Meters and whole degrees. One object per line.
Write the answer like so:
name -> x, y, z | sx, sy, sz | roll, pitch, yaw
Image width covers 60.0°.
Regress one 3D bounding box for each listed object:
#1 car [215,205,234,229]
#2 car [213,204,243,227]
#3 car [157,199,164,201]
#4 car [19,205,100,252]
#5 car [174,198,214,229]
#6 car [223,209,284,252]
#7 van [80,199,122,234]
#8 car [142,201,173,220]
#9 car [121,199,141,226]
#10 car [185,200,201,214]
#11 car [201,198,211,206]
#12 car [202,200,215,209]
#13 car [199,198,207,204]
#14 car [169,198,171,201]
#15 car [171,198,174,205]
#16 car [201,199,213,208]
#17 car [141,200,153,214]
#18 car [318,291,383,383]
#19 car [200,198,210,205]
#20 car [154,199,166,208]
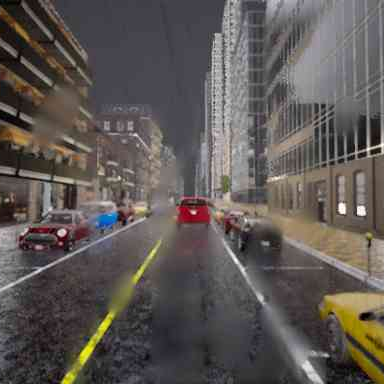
car -> 2.674, 1.694, 19.930 | 1.887, 1.381, 4.507 | 1, 0, 0
car -> 2.675, 1.718, 25.797 | 1.752, 1.417, 4.829 | 1, 0, 0
car -> -5.671, 1.910, 48.543 | 1.887, 1.381, 4.507 | 1, 0, 0
car -> -5.671, 1.548, 14.359 | 1.967, 1.590, 4.097 | 1, 0, 0
car -> 0.101, 1.394, 23.078 | 2.150, 2.045, 5.566 | 0, 0, 0
car -> 2.674, 1.658, 14.232 | 2.008, 1.369, 4.403 | 1, 0, 0
van -> -5.668, 1.491, 20.057 | 1.690, 1.788, 3.998 | 1, 0, 0
car -> -3.094, 1.794, 30.878 | 1.994, 1.385, 4.181 | 0, 0, 0
car -> -5.667, 1.507, 25.754 | 2.192, 1.841, 5.009 | 1, 0, 0
car -> 0.106, 1.817, 41.675 | 1.837, 1.490, 4.892 | 0, 0, 0
car -> 2.677, 2.022, 65.682 | 1.752, 1.417, 4.829 | 1, 0, 0
car -> 2.675, 1.990, 54.115 | 1.802, 1.307, 4.206 | 1, 0, 0
car -> 2.677, 2.176, 82.604 | 1.887, 1.381, 4.507 | 1, 0, 0
car -> -5.669, 2.250, 93.951 | 1.752, 1.417, 4.829 | 1, 0, 0
car -> -2.995, 2.026, 71.484 | 1.812, 1.442, 4.674 | 0, 0, 0
car -> 2.677, 1.996, 59.813 | 1.887, 1.381, 4.507 | 1, 0, 0
car -> -5.671, 1.802, 36.978 | 1.752, 1.417, 4.829 | 1, 0, 0
car -> 2.674, 1.549, 3.007 | 1.752, 1.417, 4.829 | 1, 0, 0
car -> 2.677, 2.085, 71.210 | 1.887, 1.381, 4.507 | 1, 0, 0
car -> -5.670, 1.977, 59.768 | 1.752, 1.417, 4.829 | 1, 0, 0
